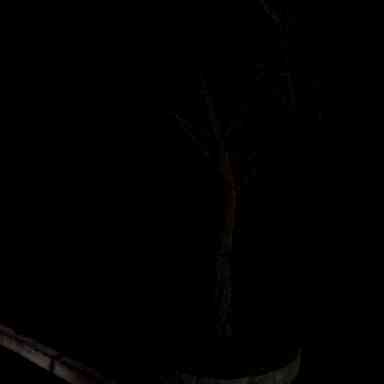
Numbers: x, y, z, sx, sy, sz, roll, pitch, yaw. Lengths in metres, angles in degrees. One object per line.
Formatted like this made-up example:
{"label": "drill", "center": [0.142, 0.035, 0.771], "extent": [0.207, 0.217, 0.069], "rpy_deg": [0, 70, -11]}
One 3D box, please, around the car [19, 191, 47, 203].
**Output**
{"label": "car", "center": [-20.020, 0.923, 40.784], "extent": [2.150, 2.045, 5.566], "rpy_deg": [1, 0, 32]}
